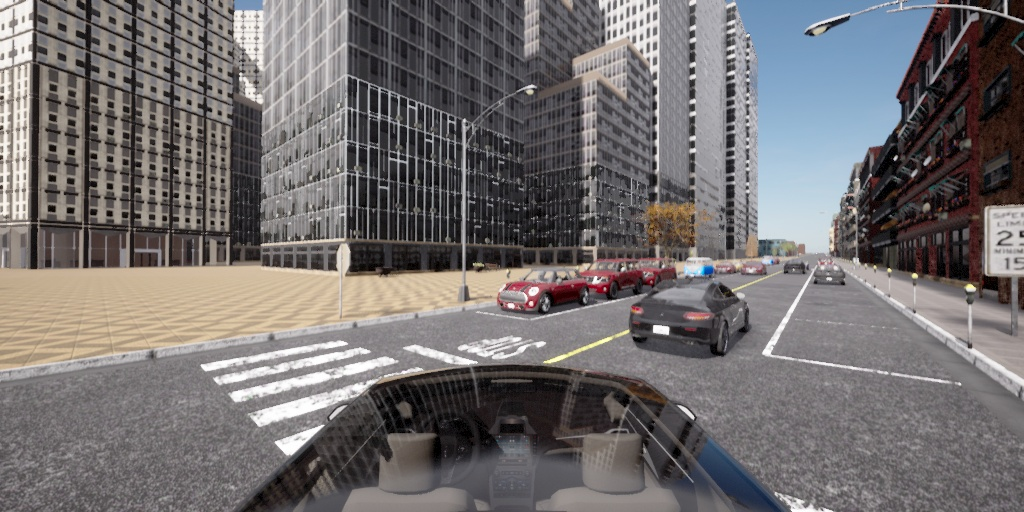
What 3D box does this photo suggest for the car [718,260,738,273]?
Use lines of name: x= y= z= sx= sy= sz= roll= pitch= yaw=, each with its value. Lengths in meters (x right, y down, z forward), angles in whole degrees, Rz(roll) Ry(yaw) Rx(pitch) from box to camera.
car: x=23.466 y=1.286 z=39.378 sx=1.802 sy=1.307 sz=4.207 roll=0 pitch=0 yaw=41

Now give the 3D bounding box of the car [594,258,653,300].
car: x=4.971 y=1.052 z=18.045 sx=2.192 sy=1.841 sz=5.009 roll=0 pitch=0 yaw=41

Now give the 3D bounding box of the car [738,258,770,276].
car: x=25.197 y=1.231 z=37.268 sx=1.812 sy=1.442 sz=4.674 roll=0 pitch=0 yaw=41

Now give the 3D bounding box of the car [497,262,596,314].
car: x=1.273 y=1.181 z=13.778 sx=1.967 sy=1.591 sz=4.097 roll=0 pitch=0 yaw=41

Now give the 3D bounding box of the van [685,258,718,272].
van: x=16.068 y=1.061 z=30.844 sx=1.690 sy=1.789 sz=3.998 roll=0 pitch=0 yaw=41

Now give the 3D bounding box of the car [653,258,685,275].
car: x=8.670 y=1.047 z=22.311 sx=2.192 sy=1.841 sz=5.009 roll=0 pitch=0 yaw=41

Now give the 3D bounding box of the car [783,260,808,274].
car: x=31.163 y=1.202 z=39.437 sx=1.837 sy=1.490 sz=4.892 roll=0 pitch=0 yaw=41

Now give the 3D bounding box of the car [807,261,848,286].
car: x=22.413 y=1.273 z=25.370 sx=2.007 sy=1.370 sz=4.403 roll=0 pitch=0 yaw=41

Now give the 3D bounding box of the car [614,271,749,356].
car: x=4.405 y=1.269 z=8.705 sx=1.812 sy=1.442 sz=4.674 roll=0 pitch=0 yaw=41
